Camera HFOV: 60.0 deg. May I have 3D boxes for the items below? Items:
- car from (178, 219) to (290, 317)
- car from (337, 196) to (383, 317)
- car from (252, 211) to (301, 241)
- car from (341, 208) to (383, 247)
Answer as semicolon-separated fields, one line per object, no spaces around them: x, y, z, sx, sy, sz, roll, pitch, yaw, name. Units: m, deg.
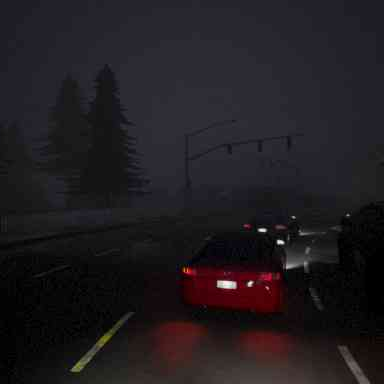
1.134;1.564;7.658;1.994;1.385;4.181;0;0;16;car
4.711;1.221;7.295;2.150;2.045;5.566;0;0;15;car
3.800;1.564;15.627;1.994;1.385;4.181;0;0;26;car
8.379;1.564;15.885;1.994;1.385;4.181;0;0;28;car
